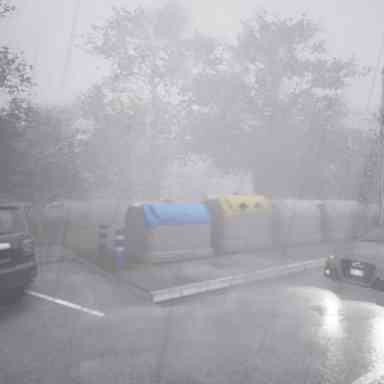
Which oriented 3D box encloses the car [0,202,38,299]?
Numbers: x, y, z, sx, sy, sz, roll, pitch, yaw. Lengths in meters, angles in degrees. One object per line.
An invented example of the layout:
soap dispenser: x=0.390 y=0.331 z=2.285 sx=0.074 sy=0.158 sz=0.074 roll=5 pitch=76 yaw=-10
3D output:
car: x=-5.620 y=1.233 z=7.201 sx=5.566 sy=2.045 sz=2.435 roll=-1 pitch=-1 yaw=35

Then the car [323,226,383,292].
car: x=5.232 y=1.571 z=8.346 sx=4.181 sy=1.385 sz=1.994 roll=0 pitch=0 yaw=-34
